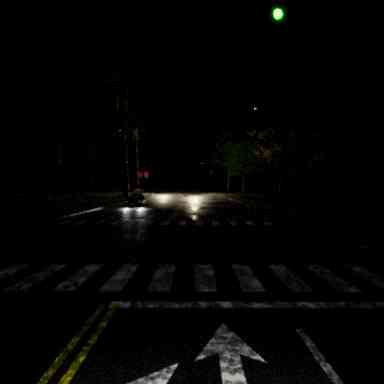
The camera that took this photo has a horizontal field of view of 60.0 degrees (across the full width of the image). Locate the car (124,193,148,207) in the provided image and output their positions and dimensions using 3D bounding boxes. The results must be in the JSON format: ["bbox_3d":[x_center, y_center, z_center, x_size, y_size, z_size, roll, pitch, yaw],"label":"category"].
[{"bbox_3d":[-6.113,0.906,36.477,1.812,1.442,4.674,0,2,1],"label":"car"}]
